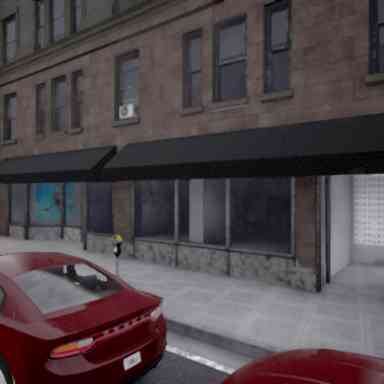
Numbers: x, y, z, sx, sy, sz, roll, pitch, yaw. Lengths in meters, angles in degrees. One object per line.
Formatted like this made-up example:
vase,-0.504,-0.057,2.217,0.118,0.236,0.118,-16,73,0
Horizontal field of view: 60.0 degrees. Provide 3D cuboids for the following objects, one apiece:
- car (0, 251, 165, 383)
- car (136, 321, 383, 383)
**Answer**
car,-2.399,1.505,4.579,4.507,1.381,1.887,1,0,36
car,2.065,1.553,1.381,4.507,1.381,1.887,1,0,36
